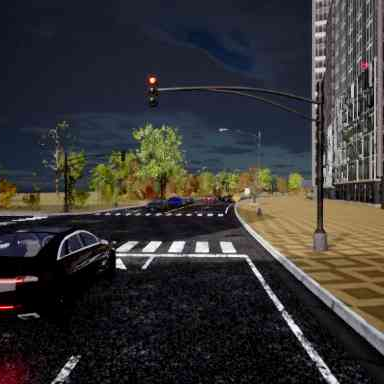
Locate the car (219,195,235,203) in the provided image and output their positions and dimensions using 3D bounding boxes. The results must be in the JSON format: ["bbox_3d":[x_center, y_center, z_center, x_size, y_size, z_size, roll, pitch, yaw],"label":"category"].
[{"bbox_3d":[7.488,1.493,70.118,1.882,1.535,5.008,0,0,12],"label":"car"}]

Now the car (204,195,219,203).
[{"bbox_3d":[3.748,1.365,67.837,2.097,1.767,4.553,0,0,11],"label":"car"}]

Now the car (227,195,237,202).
[{"bbox_3d":[9.621,1.498,80.376,1.882,1.535,5.008,0,0,14],"label":"car"}]

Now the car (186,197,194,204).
[{"bbox_3d":[-0.796,1.554,62.141,2.033,1.411,5.357,0,0,11],"label":"car"}]

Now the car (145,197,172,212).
[{"bbox_3d":[-4.126,1.547,39.762,2.033,1.411,5.357,0,0,7],"label":"car"}]

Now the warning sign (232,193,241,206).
[{"bbox_3d":[6.460,1.122,48.222,1.300,1.860,1.060,0,0,8],"label":"warning sign"}]

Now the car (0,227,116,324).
[{"bbox_3d":[-2.993,1.491,7.121,2.128,1.511,4.902,0,0,1],"label":"car"}]

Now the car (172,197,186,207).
[{"bbox_3d":[-2.601,1.480,51.179,1.882,1.535,5.008,0,0,9],"label":"car"}]
